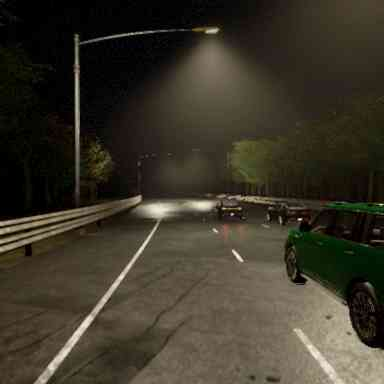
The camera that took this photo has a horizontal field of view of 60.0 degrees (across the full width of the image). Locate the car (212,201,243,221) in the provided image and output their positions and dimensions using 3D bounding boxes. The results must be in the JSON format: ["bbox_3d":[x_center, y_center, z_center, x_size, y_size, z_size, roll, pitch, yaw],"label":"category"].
[{"bbox_3d":[2.761,1.417,26.437,2.128,1.511,4.902,0,0,-3],"label":"car"}]

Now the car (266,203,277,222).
[{"bbox_3d":[6.469,1.438,22.646,1.837,1.490,4.892,0,0,-3],"label":"car"}]

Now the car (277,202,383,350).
[{"bbox_3d":[3.516,1.205,6.362,2.150,2.045,5.566,0,0,-1],"label":"car"}]
